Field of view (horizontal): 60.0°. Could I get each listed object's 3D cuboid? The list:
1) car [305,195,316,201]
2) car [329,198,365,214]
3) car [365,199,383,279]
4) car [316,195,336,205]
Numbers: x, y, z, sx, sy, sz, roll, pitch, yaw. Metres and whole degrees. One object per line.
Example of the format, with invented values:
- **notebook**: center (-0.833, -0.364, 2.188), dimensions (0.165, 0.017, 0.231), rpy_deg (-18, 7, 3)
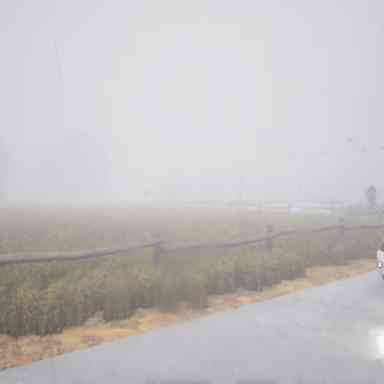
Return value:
- **car**: center (30.658, 1.589, 83.394), dimensions (1.932, 1.855, 4.605), rpy_deg (0, 0, -36)
- **car**: center (15.599, 1.622, 30.520), dimensions (2.128, 1.511, 4.902), rpy_deg (0, 0, -31)
- **car**: center (6.976, 1.285, 8.443), dimensions (5.566, 2.045, 2.150), rpy_deg (1, 0, -35)
- **car**: center (27.175, 1.711, 64.420), dimensions (2.242, 1.667, 4.611), rpy_deg (0, 0, -36)
